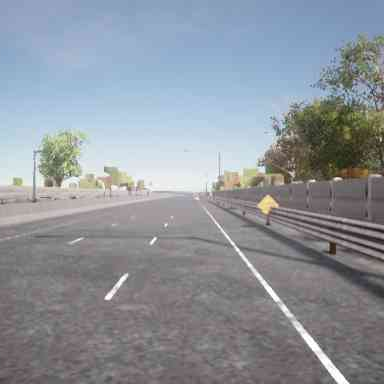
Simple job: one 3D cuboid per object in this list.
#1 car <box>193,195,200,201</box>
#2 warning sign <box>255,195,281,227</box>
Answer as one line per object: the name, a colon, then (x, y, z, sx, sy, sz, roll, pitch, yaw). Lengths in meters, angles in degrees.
car: (1.225, 1.637, 90.096, 1.801, 1.575, 5.366, 0, 0, 0)
warning sign: (4.549, 1.097, 19.907, 1.300, 1.860, 1.060, 0, 0, 0)
